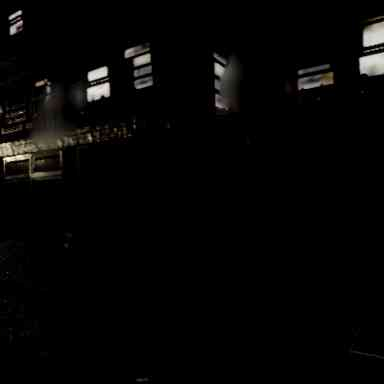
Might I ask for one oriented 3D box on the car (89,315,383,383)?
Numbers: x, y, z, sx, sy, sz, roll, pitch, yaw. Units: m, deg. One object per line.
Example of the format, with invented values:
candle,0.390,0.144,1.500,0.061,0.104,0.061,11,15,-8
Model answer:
car,1.145,1.532,1.995,4.403,1.369,2.008,0,-1,33
